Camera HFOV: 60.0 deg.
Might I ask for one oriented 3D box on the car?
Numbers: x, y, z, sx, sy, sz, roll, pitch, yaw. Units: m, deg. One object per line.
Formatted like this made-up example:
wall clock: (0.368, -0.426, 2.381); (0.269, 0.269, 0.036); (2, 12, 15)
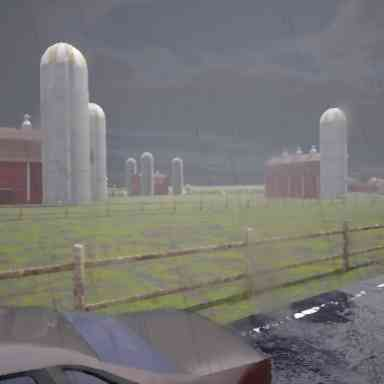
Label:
car: (-1.803, 1.549, 1.760); (5.357, 1.411, 2.033); (0, 0, -35)
